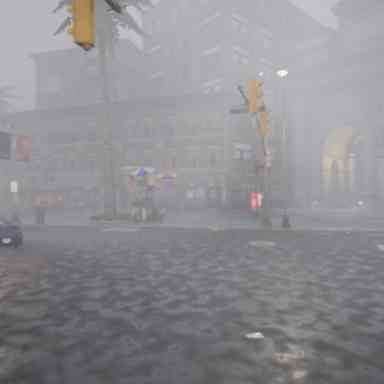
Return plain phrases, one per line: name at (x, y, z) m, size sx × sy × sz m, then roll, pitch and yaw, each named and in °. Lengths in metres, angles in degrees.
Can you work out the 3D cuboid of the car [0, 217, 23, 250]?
car at (-8.786, 1.652, 13.556) m, size 4.674 × 1.442 × 1.812 m, roll -1°, pitch 0°, yaw 33°
